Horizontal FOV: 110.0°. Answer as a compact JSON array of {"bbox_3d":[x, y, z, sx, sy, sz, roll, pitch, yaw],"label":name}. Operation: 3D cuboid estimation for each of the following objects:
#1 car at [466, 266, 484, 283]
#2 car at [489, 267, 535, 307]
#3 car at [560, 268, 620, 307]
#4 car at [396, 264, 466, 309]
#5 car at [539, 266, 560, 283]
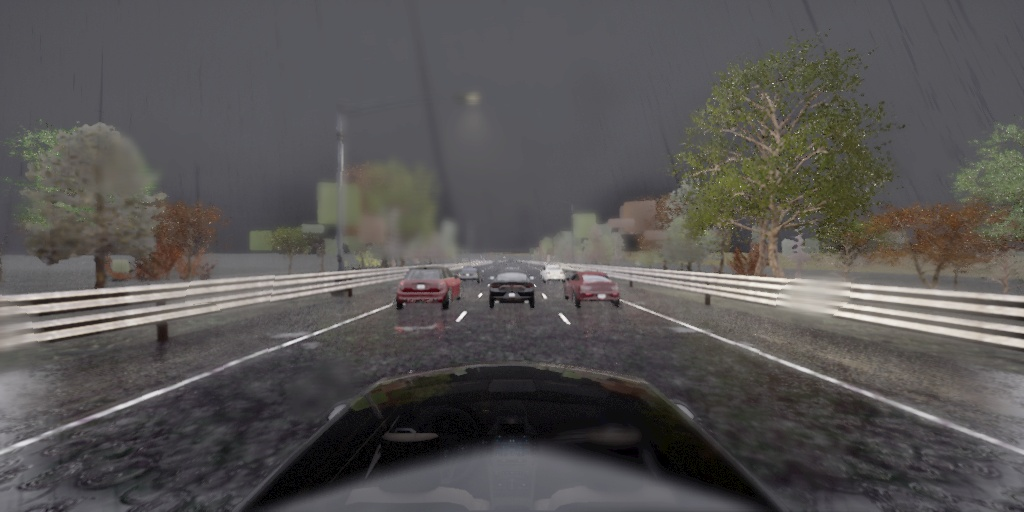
[{"bbox_3d":[-3.505,1.571,30.828,2.033,1.411,5.357,0,-1,0],"label":"car"},{"bbox_3d":[0.004,1.364,16.339,1.882,1.535,5.008,0,0,0],"label":"car"},{"bbox_3d":[3.502,1.410,16.227,1.812,1.442,4.674,0,0,0],"label":"car"},{"bbox_3d":[-3.499,1.232,15.909,2.097,1.767,4.553,0,-1,0],"label":"car"},{"bbox_3d":[3.498,1.553,31.231,1.812,1.442,4.674,0,0,0],"label":"car"}]
